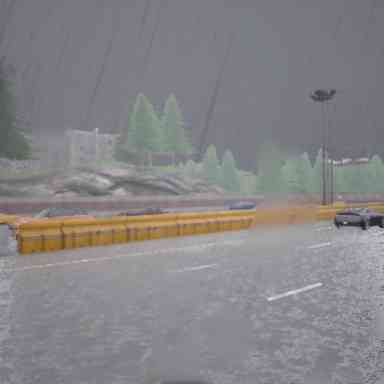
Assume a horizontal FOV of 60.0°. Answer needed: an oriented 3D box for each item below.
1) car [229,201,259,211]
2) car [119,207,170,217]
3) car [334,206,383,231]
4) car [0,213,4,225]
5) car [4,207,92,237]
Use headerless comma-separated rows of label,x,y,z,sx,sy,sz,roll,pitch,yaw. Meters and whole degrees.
car,7.392,2.052,47.106,5.008,1.535,1.882,1,-1,-42
car,-4.490,2.078,31.715,4.718,1.301,1.895,0,-1,-41
car,11.140,1.689,21.914,4.902,1.511,2.128,0,-1,-42
car,-13.261,1.884,20.373,5.008,1.535,1.882,0,-1,-36
car,-8.231,1.701,19.740,4.553,1.767,2.097,0,-1,-37
